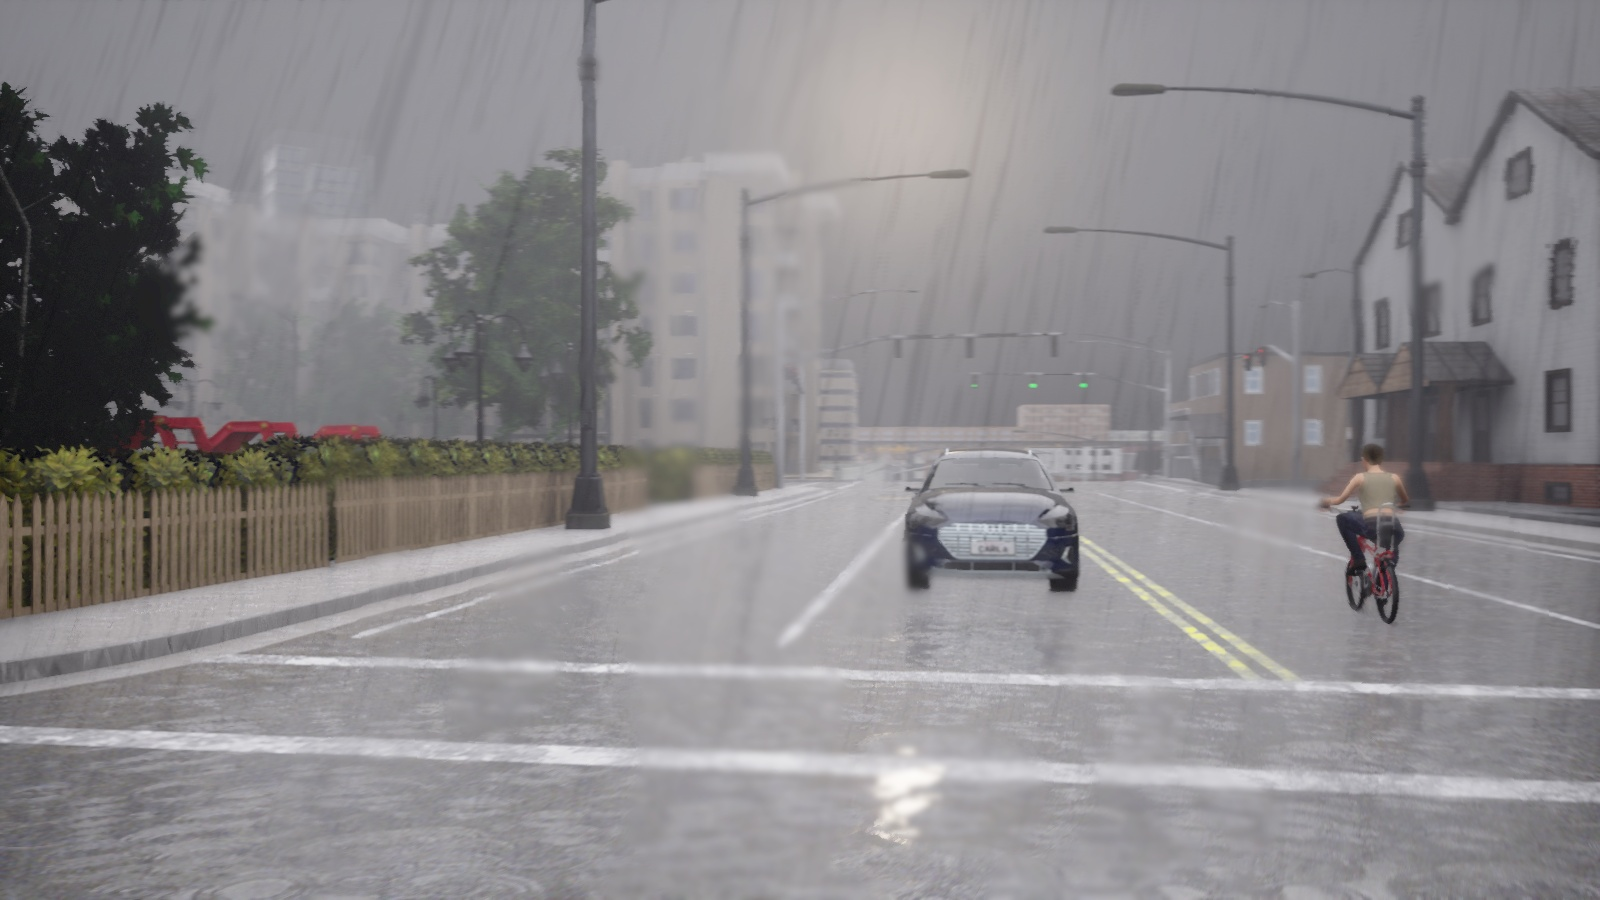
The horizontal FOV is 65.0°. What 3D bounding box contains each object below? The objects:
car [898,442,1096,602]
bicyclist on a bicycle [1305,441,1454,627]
[{"bbox_3d":[2.374,0.758,15.524,2.033,1.649,4.856,0,0,8],"label":"car"},{"bbox_3d":[5.349,0.735,11.695,0.866,1.612,1.509,0,0,9],"label":"bicyclist on a bicycle"}]
